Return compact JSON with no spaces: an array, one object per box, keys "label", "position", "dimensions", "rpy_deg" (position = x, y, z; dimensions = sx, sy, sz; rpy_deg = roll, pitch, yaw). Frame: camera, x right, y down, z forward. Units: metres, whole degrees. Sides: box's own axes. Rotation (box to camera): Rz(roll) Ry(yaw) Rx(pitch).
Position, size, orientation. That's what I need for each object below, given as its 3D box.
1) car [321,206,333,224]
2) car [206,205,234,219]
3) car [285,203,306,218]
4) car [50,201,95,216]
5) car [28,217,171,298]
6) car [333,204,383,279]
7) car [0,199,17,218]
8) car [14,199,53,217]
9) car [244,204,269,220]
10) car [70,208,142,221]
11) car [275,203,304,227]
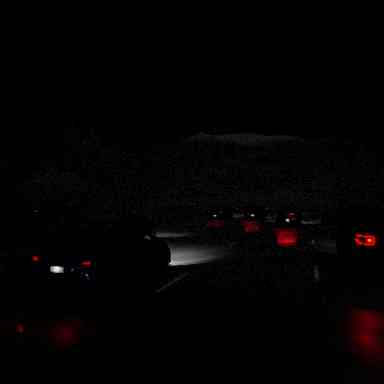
[{"label":"car","position":[12.322,1.942,28.869],"dimensions":[1.882,1.535,5.008],"rpy_deg":[1,-1,19]},{"label":"car","position":[2.919,1.998,33.790],"dimensions":[1.895,1.301,4.718],"rpy_deg":[1,-1,19]},{"label":"car","position":[12.235,2.087,39.218],"dimensions":[2.128,1.511,4.902],"rpy_deg":[1,-1,19]},{"label":"car","position":[-9.974,1.727,29.292],"dimensions":[1.994,1.385,4.181],"rpy_deg":[1,-1,19]},{"label":"car","position":[-2.127,1.599,8.772],"dimensions":[1.994,1.385,4.181],"rpy_deg":[1,-1,19]},{"label":"car","position":[5.801,1.372,10.229],"dimensions":[2.150,2.045,5.566],"rpy_deg":[1,0,19]},{"label":"car","position":[-16.963,1.434,30.515],"dimensions":[2.097,1.767,4.553],"rpy_deg":[1,-1,19]},{"label":"car","position":[-13.286,1.636,30.424],"dimensions":[1.837,1.490,4.892],"rpy_deg":[1,-1,19]},{"label":"car","position":[6.470,1.947,33.339],"dimensions":[1.837,1.490,4.892],"rpy_deg":[1,0,19]},{"label":"car","position":[-3.362,1.614,15.837],"dimensions":[1.812,1.442,4.674],"rpy_deg":[1,-1,19]},{"label":"car","position":[7.634,1.864,26.069],"dimensions":[1.837,1.490,4.892],"rpy_deg":[1,-2,19]}]
